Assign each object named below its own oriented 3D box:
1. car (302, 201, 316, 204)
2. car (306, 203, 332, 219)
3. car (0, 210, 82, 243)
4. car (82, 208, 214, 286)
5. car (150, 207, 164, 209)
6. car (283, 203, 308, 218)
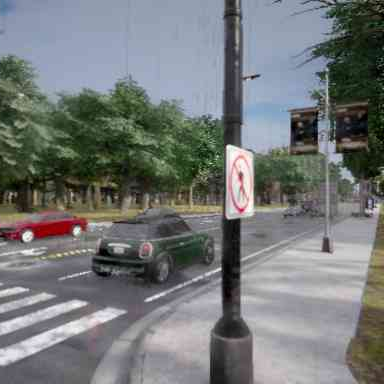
[{"bbox_3d":[17.848,2.364,50.275,2.150,2.045,5.566,0,-1,30],"label":"car"},{"bbox_3d":[15.025,2.395,38.674,1.837,1.490,4.892,0,-1,31],"label":"car"},{"bbox_3d":[-8.054,1.796,18.186,1.882,1.535,5.008,0,-1,30],"label":"car"},{"bbox_3d":[-0.957,1.571,10.520,2.097,1.767,4.553,0,-1,26],"label":"car"},{"bbox_3d":[-2.832,2.013,27.339,1.882,1.535,5.008,0,-1,30],"label":"car"},{"bbox_3d":[12.647,2.467,41.048,2.033,1.411,5.357,0,-1,30],"label":"car"}]
